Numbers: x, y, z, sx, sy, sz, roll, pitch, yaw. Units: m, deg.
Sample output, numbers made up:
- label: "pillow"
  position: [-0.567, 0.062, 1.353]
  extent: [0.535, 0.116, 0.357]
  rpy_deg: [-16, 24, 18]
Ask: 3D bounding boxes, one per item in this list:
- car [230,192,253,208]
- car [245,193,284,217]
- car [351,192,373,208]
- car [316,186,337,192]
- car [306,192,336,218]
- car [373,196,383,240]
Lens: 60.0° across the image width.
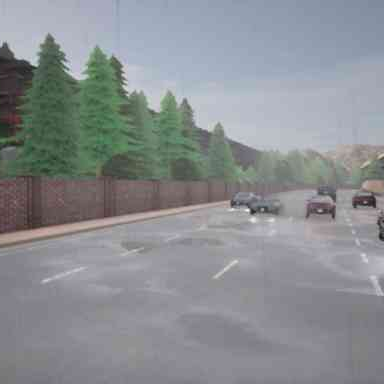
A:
- label: "car"
  position: [5.123, 0.741, 32.453]
  extent: [1.837, 1.490, 4.892]
  rpy_deg: [1, 1, 23]
- label: "car"
  position: [5.614, 0.988, 24.652]
  extent: [1.994, 1.385, 4.181]
  rpy_deg: [1, 1, 23]
- label: "car"
  position: [16.900, 0.738, 32.839]
  extent: [1.882, 1.535, 5.008]
  rpy_deg: [1, 1, 23]
- label: "car"
  position: [16.530, 0.279, 40.917]
  extent: [2.150, 2.045, 5.566]
  rpy_deg: [1, 0, 23]
- label: "car"
  position: [9.212, 0.982, 23.699]
  extent: [1.812, 1.442, 4.674]
  rpy_deg: [1, 1, 23]
- label: "car"
  position: [8.011, 1.089, 11.820]
  extent: [2.097, 1.767, 4.553]
  rpy_deg: [1, 1, 23]
